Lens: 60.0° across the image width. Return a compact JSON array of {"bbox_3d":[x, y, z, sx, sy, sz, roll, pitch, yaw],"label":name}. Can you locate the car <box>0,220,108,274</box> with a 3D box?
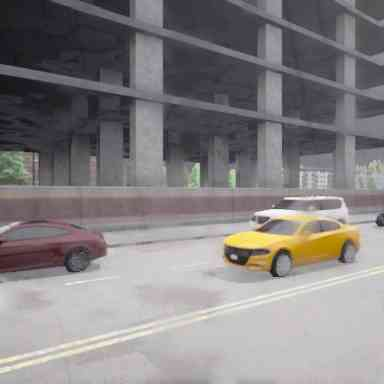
[{"bbox_3d":[-4.712,1.526,9.221,4.674,1.442,1.812,0,0,-34],"label":"car"}]

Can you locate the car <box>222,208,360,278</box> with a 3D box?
[{"bbox_3d":[3.195,1.478,10.350,5.008,1.535,1.882,0,0,-34],"label":"car"}]

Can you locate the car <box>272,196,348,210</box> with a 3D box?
[{"bbox_3d":[5.325,1.225,16.015,5.566,2.045,2.150,1,0,-34],"label":"car"}]

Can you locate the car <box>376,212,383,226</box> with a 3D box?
[{"bbox_3d":[13.860,1.564,21.674,4.181,1.385,1.994,0,0,-34],"label":"car"}]
